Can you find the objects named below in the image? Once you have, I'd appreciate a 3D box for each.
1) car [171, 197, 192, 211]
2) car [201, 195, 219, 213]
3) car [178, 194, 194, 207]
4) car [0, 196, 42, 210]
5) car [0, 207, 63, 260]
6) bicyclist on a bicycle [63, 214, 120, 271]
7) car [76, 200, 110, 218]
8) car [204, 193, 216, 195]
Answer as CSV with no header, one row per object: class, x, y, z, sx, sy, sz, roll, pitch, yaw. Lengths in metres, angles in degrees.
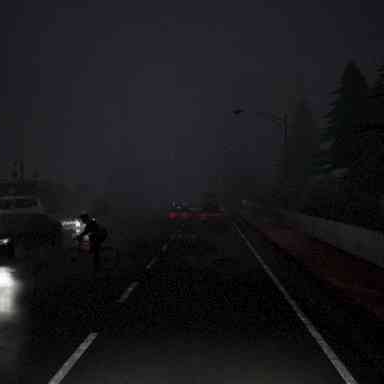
car,-1.365,1.526,39.733,1.812,1.442,4.674,0,0,3
car,2.026,1.478,37.187,1.882,1.535,5.008,0,0,3
car,-0.841,1.478,49.062,1.882,1.535,5.008,0,0,3
car,-9.771,1.226,17.131,2.150,2.045,5.566,0,-1,3
car,-6.506,1.526,12.565,1.812,1.442,4.674,0,0,3
bicyclist on a bicycle,-2.889,1.454,9.491,1.656,1.620,0.582,-2,0,3
car,-9.012,1.492,30.577,2.128,1.511,4.902,0,0,4
car,2.562,1.221,47.164,2.150,2.045,5.566,0,0,3
